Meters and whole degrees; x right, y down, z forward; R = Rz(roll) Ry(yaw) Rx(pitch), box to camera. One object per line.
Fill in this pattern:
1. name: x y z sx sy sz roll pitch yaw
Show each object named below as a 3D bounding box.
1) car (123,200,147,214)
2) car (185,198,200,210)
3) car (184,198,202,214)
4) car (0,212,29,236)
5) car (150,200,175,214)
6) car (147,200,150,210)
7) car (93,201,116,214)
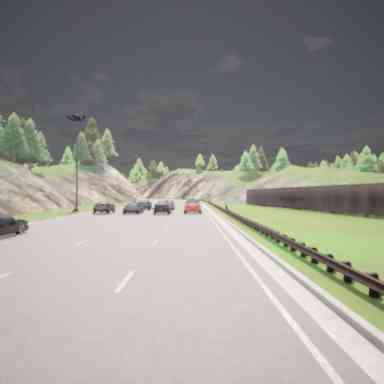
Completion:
1. car: -6.912 1.889 39.491 1.994 1.385 4.181 0 0 1
2. car: 0.053 1.758 50.479 2.097 1.767 4.553 0 -1 0
3. car: 0.097 1.680 40.557 2.097 1.767 4.553 0 0 0
4. car: -10.383 1.693 16.879 2.033 1.411 5.357 0 -1 0
5. car: -3.414 1.798 39.276 1.882 1.535 5.008 0 0 1
6. car: -6.947 1.900 49.706 2.128 1.511 4.902 0 0 0
7. car: -10.410 1.823 39.792 2.128 1.511 4.902 0 0 1
